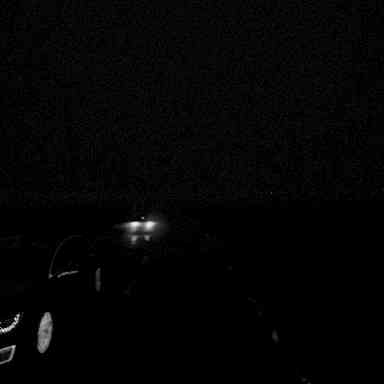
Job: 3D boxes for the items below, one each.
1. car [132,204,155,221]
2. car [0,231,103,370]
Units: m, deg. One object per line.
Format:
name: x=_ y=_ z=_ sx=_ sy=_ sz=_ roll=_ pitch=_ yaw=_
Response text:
car: x=-4.298 y=1.797 z=30.029 sx=2.033 sy=1.411 sz=5.357 roll=0 pitch=-1 yaw=-6
car: x=-2.968 y=1.554 z=6.065 sx=1.837 sy=1.490 sz=4.892 roll=0 pitch=0 yaw=-1
